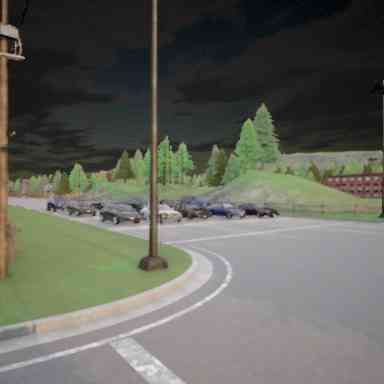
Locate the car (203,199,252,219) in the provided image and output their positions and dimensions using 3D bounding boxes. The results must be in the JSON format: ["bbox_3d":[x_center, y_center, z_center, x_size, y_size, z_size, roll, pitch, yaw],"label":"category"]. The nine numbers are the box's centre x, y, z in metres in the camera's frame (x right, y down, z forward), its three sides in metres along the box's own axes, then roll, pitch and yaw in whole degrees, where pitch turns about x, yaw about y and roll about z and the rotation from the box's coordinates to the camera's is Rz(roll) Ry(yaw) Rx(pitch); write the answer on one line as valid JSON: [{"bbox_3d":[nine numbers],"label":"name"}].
[{"bbox_3d":[3.112,1.724,31.463,1.812,1.442,4.674,0,0,-34],"label":"car"}]

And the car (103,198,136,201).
[{"bbox_3d":[-8.237,1.670,35.799,1.882,1.535,5.008,0,0,-34],"label":"car"}]

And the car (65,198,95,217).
[{"bbox_3d":[-11.186,1.678,33.914,1.837,1.490,4.892,0,0,-34],"label":"car"}]

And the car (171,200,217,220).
[{"bbox_3d":[-0.404,1.729,30.417,2.033,1.411,5.357,0,0,-34],"label":"car"}]

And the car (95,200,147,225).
[{"bbox_3d":[-5.565,1.643,25.551,1.837,1.490,4.892,0,0,-34],"label":"car"}]

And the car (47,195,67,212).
[{"bbox_3d":[-16.998,1.431,42.583,2.150,2.045,5.566,0,0,-34],"label":"car"}]

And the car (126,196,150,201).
[{"bbox_3d":[-6.105,1.439,38.909,2.150,2.045,5.566,0,0,-34],"label":"car"}]

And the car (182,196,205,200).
[{"bbox_3d":[0.534,1.473,41.606,2.150,2.045,5.566,0,0,-34],"label":"car"}]

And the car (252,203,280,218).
[{"bbox_3d":[6.205,1.764,33.138,2.033,1.411,5.357,0,0,-34],"label":"car"}]

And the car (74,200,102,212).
[{"bbox_3d":[-13.955,1.776,44.328,2.033,1.411,5.357,0,0,-34],"label":"car"}]

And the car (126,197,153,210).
[{"bbox_3d":[-7.480,1.616,47.280,2.097,1.767,4.553,0,0,-34],"label":"car"}]

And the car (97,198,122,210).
[{"bbox_3d":[-11.870,1.731,47.526,1.882,1.535,5.008,0,0,-33],"label":"car"}]

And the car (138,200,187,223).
[{"bbox_3d":[-2.617,1.684,27.439,1.812,1.442,4.674,0,0,-34],"label":"car"}]

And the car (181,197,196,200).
[{"bbox_3d":[-2.085,1.722,39.202,2.128,1.511,4.902,0,0,-34],"label":"car"}]

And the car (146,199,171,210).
[{"bbox_3d":[-5.073,1.851,50.014,1.994,1.385,4.181,0,0,-33],"label":"car"}]

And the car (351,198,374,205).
[{"bbox_3d":[36.693,2.009,71.728,1.882,1.535,5.008,0,0,-19],"label":"car"}]
